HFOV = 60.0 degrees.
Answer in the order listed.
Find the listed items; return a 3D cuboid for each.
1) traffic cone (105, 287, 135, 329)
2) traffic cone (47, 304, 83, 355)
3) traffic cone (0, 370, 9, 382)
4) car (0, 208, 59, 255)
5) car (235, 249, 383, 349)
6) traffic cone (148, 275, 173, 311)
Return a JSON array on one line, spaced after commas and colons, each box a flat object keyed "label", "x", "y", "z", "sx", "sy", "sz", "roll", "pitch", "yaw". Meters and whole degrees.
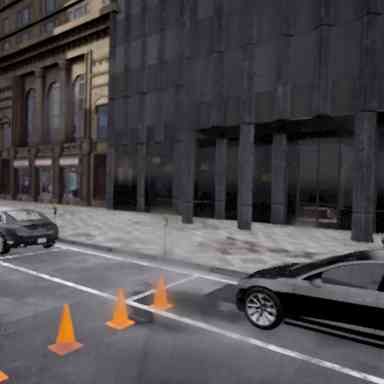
[{"label": "traffic cone", "x": -1.163, "y": 1.849, "z": 5.405, "sx": 0.340, "sy": 0.580, "sz": 0.340, "roll": 2, "pitch": 1, "yaw": 35}, {"label": "traffic cone", "x": -1.743, "y": 1.848, "z": 4.591, "sx": 0.340, "sy": 0.580, "sz": 0.340, "roll": 2, "pitch": 1, "yaw": 35}, {"label": "traffic cone", "x": -2.323, "y": 1.846, "z": 3.776, "sx": 0.340, "sy": 0.580, "sz": 0.340, "roll": 2, "pitch": 1, "yaw": 35}, {"label": "car", "x": -6.467, "y": 1.224, "z": 11.683, "sx": 4.403, "sy": 1.369, "sz": 2.008, "roll": 2, "pitch": 1, "yaw": 35}, {"label": "car", "x": 2.778, "y": 1.556, "z": 5.100, "sx": 4.313, "sy": 1.339, "sz": 1.947, "roll": 2, "pitch": 1, "yaw": 35}, {"label": "traffic cone", "x": -0.583, "y": 1.850, "z": 6.220, "sx": 0.340, "sy": 0.580, "sz": 0.340, "roll": 2, "pitch": 1, "yaw": 35}]
